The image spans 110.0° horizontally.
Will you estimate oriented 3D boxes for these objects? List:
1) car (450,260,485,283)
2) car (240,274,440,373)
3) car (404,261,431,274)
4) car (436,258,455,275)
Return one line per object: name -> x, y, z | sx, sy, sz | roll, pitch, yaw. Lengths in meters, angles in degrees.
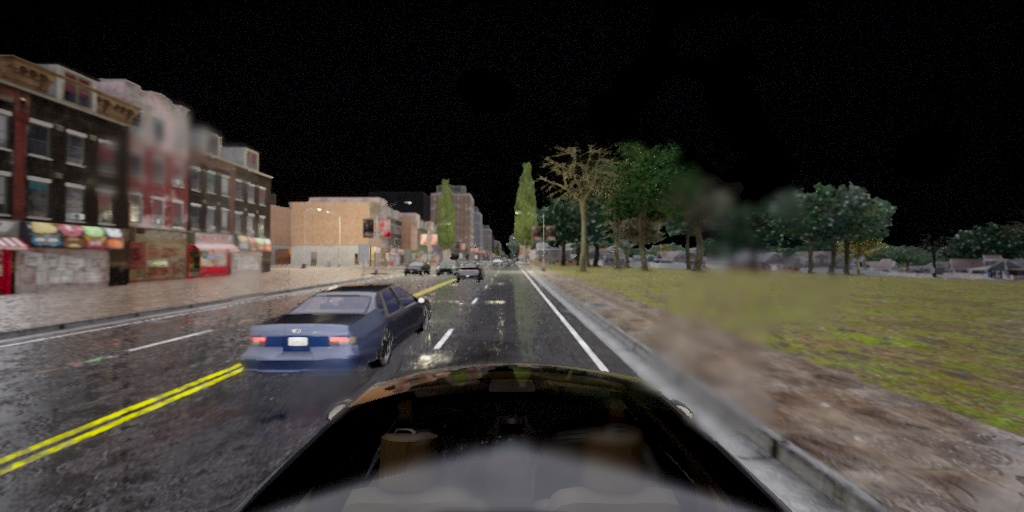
car -> -3.218, 1.262, 28.412 | 2.128, 1.511, 4.902 | 0, 0, 0
car -> -3.161, 1.306, 7.795 | 2.033, 1.411, 5.357 | 0, 0, 0
car -> -9.845, 1.280, 37.630 | 1.882, 1.535, 5.008 | 0, 0, 0
car -> -6.597, 1.141, 37.716 | 2.097, 1.767, 4.553 | 0, 0, 0
